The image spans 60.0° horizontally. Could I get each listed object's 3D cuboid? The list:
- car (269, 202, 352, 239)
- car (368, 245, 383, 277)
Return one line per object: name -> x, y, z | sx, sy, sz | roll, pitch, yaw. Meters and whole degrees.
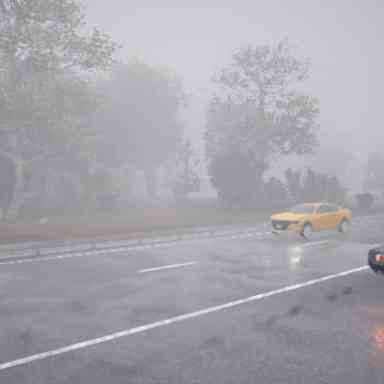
car -> 6.029, 1.277, 16.757 | 5.008, 1.535, 1.882 | -1, 0, -35
car -> 6.502, 1.523, 8.379 | 4.718, 1.301, 1.895 | -1, 0, -35
